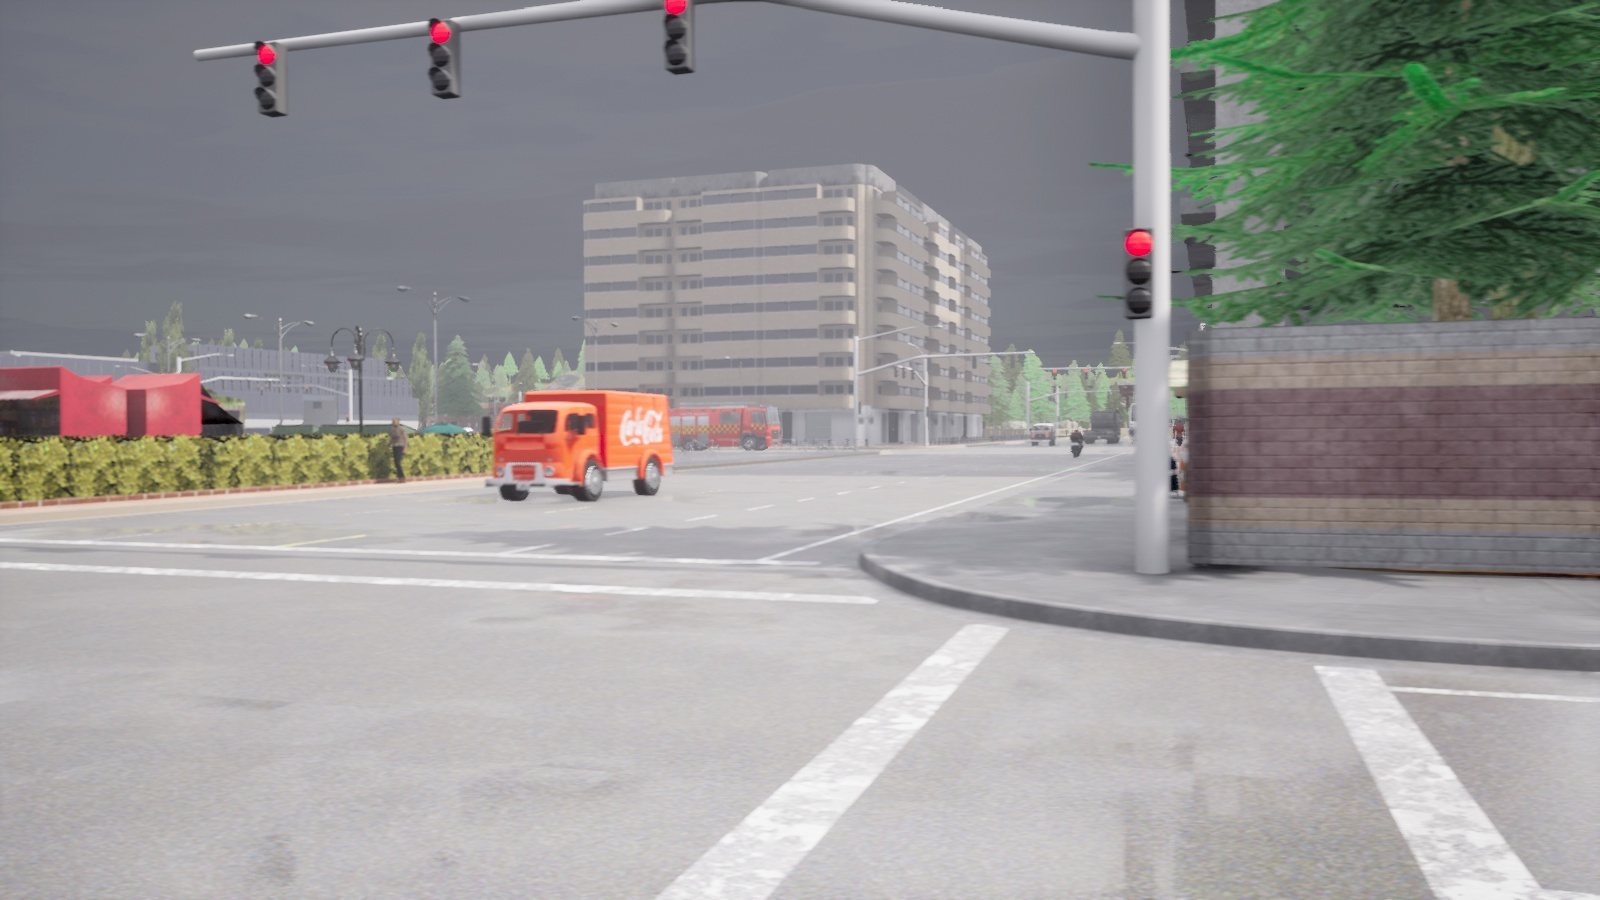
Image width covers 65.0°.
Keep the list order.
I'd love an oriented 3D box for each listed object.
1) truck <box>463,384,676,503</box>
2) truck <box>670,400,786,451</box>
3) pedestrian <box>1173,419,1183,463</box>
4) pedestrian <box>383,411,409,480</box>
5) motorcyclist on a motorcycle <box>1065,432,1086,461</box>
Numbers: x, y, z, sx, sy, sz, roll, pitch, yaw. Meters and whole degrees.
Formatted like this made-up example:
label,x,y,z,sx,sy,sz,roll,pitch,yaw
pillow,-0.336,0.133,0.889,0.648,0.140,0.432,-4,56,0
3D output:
label,x,y,z,sx,sy,sz,roll,pitch,yaw
truck,-5.123,-0.171,28.871,2.627,2.467,5.204,0,1,18
truck,-5.540,-1.859,96.849,8.468,3.827,2.891,0,1,18
pedestrian,16.052,-0.382,53.370,0.331,1.846,0.636,0,1,12
pedestrian,-10.890,-0.117,33.877,0.331,1.846,0.634,0,1,21
motorcyclist on a motorcycle,14.605,-0.214,66.595,0.866,1.530,2.191,0,1,18
